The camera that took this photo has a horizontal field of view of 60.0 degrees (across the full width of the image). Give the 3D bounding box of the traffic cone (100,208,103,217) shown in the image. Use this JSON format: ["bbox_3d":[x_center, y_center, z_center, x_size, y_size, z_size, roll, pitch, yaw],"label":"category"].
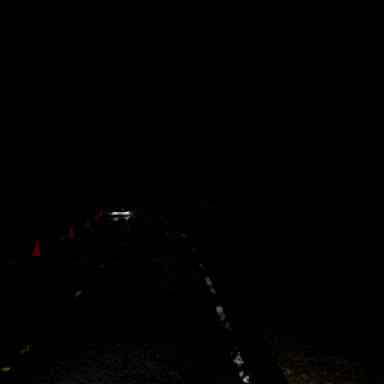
[{"bbox_3d":[-8.628,2.023,31.339,0.340,0.580,0.340,0,0,-13],"label":"traffic cone"}]

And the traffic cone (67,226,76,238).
[{"bbox_3d":[-6.088,1.994,16.838,0.340,0.580,0.340,0,0,-7],"label":"traffic cone"}]

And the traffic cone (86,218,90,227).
[{"bbox_3d":[-6.773,2.003,21.699,0.340,0.580,0.340,0,0,-9],"label":"traffic cone"}]

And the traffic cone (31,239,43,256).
[{"bbox_3d":[-5.567,1.986,11.957,0.340,0.580,0.340,0,0,-5],"label":"traffic cone"}]

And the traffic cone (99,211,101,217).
[{"bbox_3d":[-7.620,2.013,26.535,0.340,0.580,0.340,0,0,-11],"label":"traffic cone"}]

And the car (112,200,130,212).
[{"bbox_3d":[-8.754,1.633,40.566,2.033,1.411,5.357,0,0,-18],"label":"car"}]
